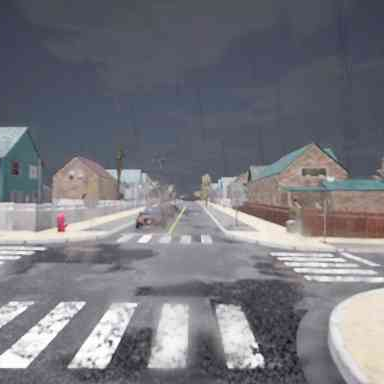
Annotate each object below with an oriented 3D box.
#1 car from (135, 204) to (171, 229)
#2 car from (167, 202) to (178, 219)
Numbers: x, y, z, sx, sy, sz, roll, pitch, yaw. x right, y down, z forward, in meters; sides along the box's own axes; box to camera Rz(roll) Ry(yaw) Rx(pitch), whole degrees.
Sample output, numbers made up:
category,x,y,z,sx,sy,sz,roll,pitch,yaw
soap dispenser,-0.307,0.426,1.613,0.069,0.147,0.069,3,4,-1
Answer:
category,x,y,z,sx,sy,sz,roll,pitch,yaw
car,-2.816,1.804,23.805,1.994,1.385,4.181,0,-1,0
car,-2.804,1.913,33.580,1.994,1.385,4.181,0,-1,1
